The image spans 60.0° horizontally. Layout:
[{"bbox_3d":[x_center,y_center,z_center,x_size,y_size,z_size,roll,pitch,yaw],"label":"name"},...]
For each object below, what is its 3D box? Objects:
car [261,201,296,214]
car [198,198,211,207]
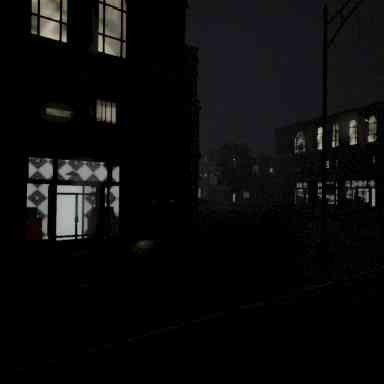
[{"bbox_3d":[9.407,1.622,36.615,2.008,1.369,4.403,1,-1,-27],"label":"car"},{"bbox_3d":[1.337,1.619,52.096,1.887,1.381,4.507,1,-1,-27],"label":"car"}]
